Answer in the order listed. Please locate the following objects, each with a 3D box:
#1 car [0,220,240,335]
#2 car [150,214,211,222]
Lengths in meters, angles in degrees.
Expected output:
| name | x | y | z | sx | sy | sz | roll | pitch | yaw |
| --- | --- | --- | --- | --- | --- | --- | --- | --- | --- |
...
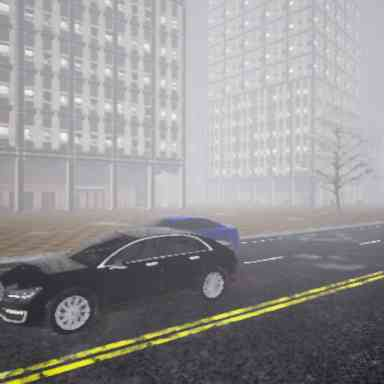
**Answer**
| name | x | y | z | sx | sy | sz | roll | pitch | yaw |
| --- | --- | --- | --- | --- | --- | --- | --- | --- | --- |
| car | -1.199 | 1.530 | 6.840 | 4.892 | 1.490 | 1.837 | 1 | -1 | -36 |
| car | -0.611 | 1.528 | 11.266 | 5.008 | 1.535 | 1.882 | 1 | -1 | -36 |
